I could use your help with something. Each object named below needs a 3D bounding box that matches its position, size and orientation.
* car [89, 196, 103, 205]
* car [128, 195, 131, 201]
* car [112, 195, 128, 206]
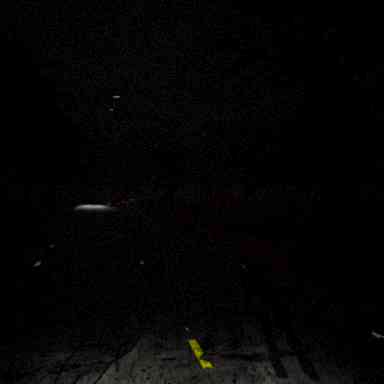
[{"bbox_3d":[-14.310,1.225,49.639,1.895,1.301,4.718,2,0,-12],"label":"car"},{"bbox_3d":[-13.709,1.188,68.483,1.895,1.301,4.718,2,1,-1],"label":"car"},{"bbox_3d":[-10.533,1.328,47.552,1.895,1.301,4.718,2,0,-14],"label":"car"}]
